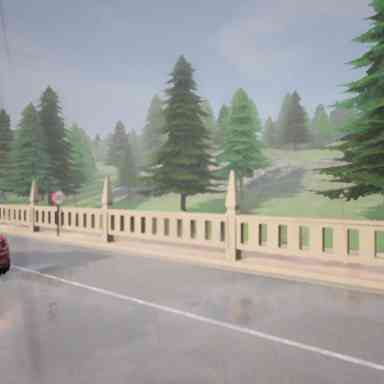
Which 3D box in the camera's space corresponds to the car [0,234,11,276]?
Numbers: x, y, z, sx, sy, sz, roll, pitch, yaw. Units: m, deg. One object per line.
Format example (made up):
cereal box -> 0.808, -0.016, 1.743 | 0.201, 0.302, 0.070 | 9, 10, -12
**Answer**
car -> -7.045, 1.387, 9.303 | 4.553, 1.767, 2.097 | 0, 0, 38
